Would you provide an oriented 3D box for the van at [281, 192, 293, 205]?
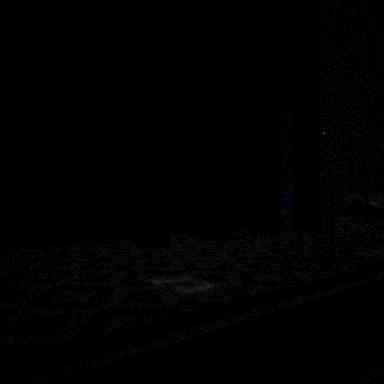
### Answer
[{"bbox_3d":[12.199,0.927,46.548,1.690,1.788,3.998,1,0,-36],"label":"van"}]

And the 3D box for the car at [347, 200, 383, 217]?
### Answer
[{"bbox_3d":[14.771,1.364,28.275,2.008,1.369,4.403,1,0,-36],"label":"car"}]

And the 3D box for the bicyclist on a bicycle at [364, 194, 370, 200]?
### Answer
[{"bbox_3d":[20.790,1.027,39.608,1.656,1.620,0.582,0,1,-36],"label":"bicyclist on a bicycle"}]
